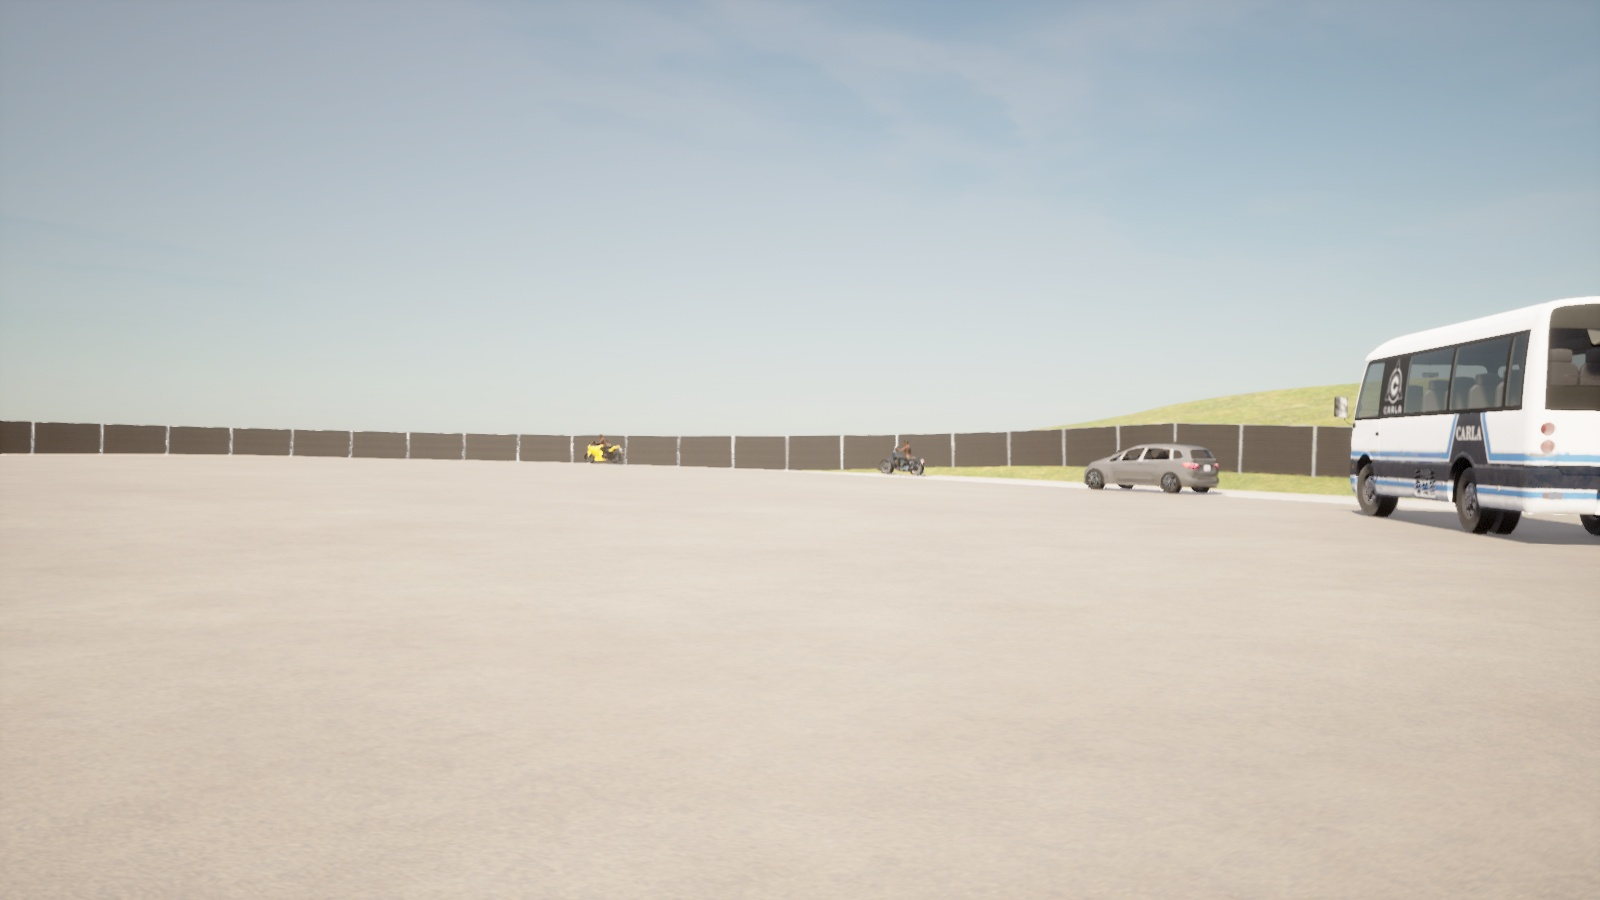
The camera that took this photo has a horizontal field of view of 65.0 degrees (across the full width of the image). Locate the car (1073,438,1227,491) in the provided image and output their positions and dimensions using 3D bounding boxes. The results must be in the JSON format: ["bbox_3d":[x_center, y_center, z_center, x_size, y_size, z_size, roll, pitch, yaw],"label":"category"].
[{"bbox_3d":[12.056,0.469,43.448,2.242,1.667,4.611,1,1,-43],"label":"car"}]

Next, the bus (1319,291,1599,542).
[{"bbox_3d":[14.536,-0.583,26.422,3.944,4.253,10.273,1,0,7],"label":"bus"}]

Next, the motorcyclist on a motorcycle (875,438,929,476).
[{"bbox_3d":[4.556,0.315,56.165,2.350,1.649,0.766,1,1,39],"label":"motorcyclist on a motorcycle"}]

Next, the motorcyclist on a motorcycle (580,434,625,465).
[{"bbox_3d":[-9.899,-0.032,63.006,2.044,1.523,0.797,2,0,14],"label":"motorcyclist on a motorcycle"}]
